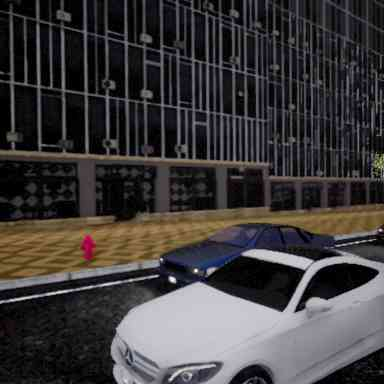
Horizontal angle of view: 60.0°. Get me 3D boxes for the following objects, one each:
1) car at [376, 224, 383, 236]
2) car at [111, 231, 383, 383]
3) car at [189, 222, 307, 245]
[{"bbox_3d":[10.464,1.546,15.022,5.357,1.411,2.033,0,0,-36],"label":"car"},{"bbox_3d":[1.266,1.526,4.558,4.674,1.442,1.812,0,0,-35],"label":"car"},{"bbox_3d":[1.743,1.547,8.873,5.357,1.411,2.033,0,0,-35],"label":"car"}]
